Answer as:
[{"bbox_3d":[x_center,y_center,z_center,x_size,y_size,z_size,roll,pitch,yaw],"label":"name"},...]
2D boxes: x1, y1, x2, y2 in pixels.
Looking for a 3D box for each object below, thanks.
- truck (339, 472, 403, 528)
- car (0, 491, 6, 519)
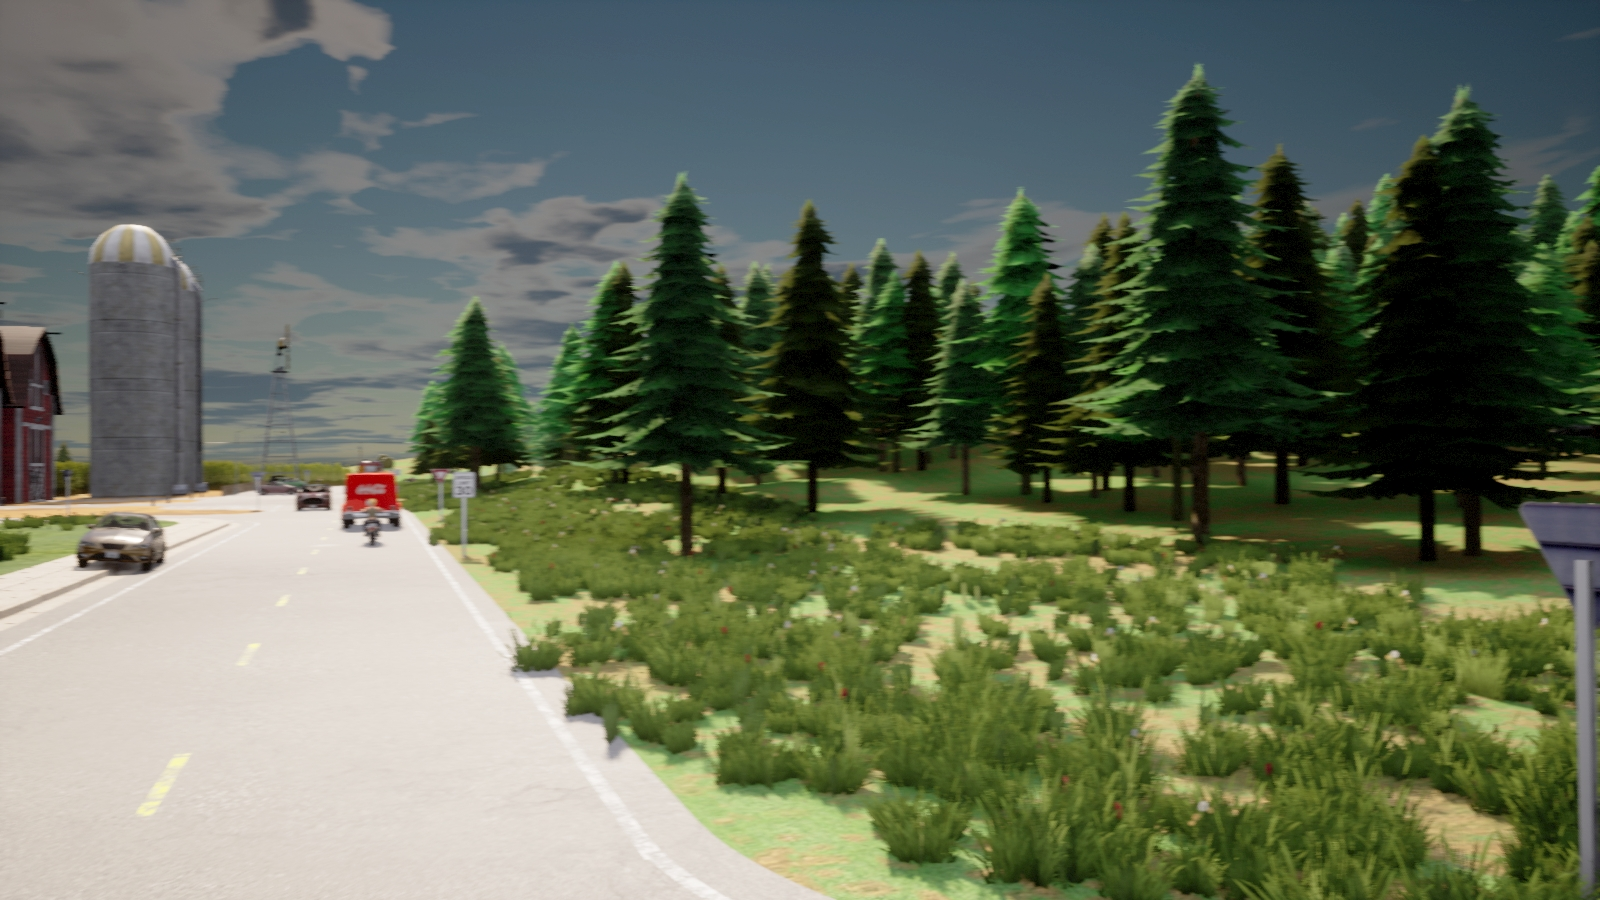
[{"bbox_3d":[-20.080,2.286,53.533,2.627,2.467,5.204,0,-1,-20],"label":"truck"},{"bbox_3d":[-46.912,3.113,63.226,4.514,1.525,2.007,-1,-1,-4],"label":"car"}]
